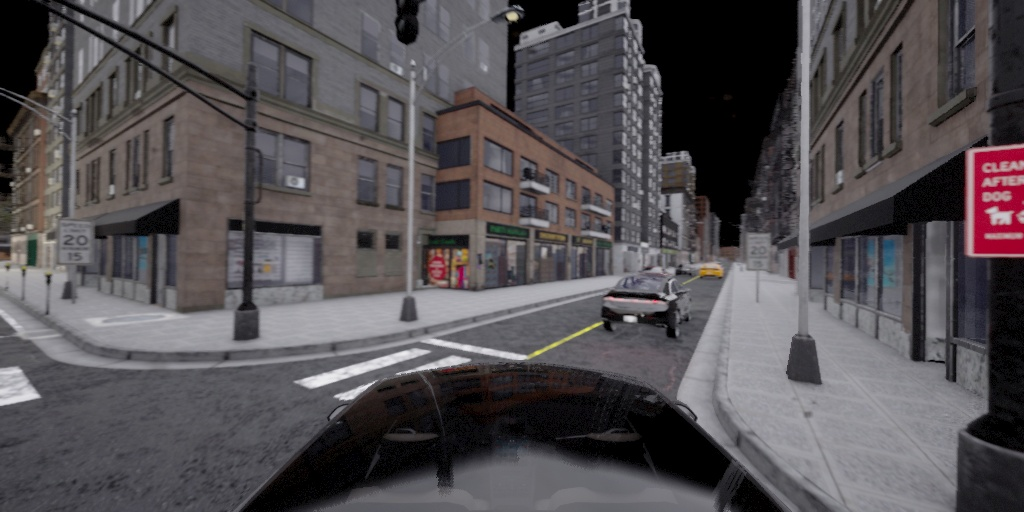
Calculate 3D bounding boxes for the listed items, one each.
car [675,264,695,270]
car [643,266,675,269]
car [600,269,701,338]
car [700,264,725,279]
[{"bbox_3d":[20.306,1.648,41.961,1.837,1.490,4.892,1,0,32],"label":"car"},{"bbox_3d":[10.225,1.458,25.884,1.812,1.442,4.674,1,0,32],"label":"car"},{"bbox_3d":[4.097,1.312,10.597,2.128,1.511,4.902,1,0,32],"label":"car"},{"bbox_3d":[21.011,1.564,37.763,1.882,1.535,5.008,1,0,32],"label":"car"}]
